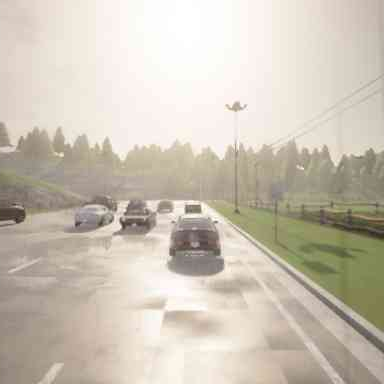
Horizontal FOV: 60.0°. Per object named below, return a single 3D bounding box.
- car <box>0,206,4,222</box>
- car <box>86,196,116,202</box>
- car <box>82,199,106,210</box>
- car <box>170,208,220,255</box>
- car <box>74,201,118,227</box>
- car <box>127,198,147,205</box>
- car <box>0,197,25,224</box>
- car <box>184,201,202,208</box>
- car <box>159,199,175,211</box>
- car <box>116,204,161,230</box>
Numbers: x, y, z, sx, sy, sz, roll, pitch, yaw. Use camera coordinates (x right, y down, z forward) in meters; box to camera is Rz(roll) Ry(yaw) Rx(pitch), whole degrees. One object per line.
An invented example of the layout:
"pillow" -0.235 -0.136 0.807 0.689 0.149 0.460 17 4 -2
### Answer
"car" -10.393 1.553 13.957 1.882 1.535 5.008 0 0 0
"car" -10.381 1.436 39.534 2.150 2.045 5.566 0 0 0
"car" -13.879 1.736 47.481 1.882 1.535 5.008 0 0 0
"car" 0.107 1.600 13.496 1.812 1.442 4.674 0 0 0
"car" -6.956 1.656 23.945 1.812 1.442 4.674 0 0 1
"car" -6.896 1.583 42.505 2.097 1.767 4.553 0 0 0
"car" -13.891 1.345 23.175 2.150 2.045 5.566 0 -1 0
"car" 0.117 1.696 37.382 2.128 1.511 4.902 0 0 0
"car" -3.391 1.746 43.786 1.837 1.490 4.892 0 0 0
"car" -3.472 1.723 22.301 1.895 1.301 4.718 0 0 0
